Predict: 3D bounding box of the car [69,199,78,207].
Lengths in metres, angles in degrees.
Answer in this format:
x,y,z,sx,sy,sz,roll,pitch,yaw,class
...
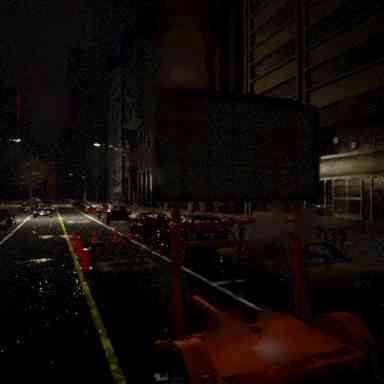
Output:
x,y,z,sx,sy,sz,roll,pitch,yaw,class
-24.395,2.520,70.522,1.802,1.307,4.206,0,-1,-23,car

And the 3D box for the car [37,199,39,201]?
x,y,z,sx,sy,sz,roll,pitch,yaw,class
-27.816,2.335,56.737,2.008,1.369,4.403,0,-1,-23,car

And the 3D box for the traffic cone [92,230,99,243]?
x,y,z,sx,sy,sz,roll,pitch,yaw,class
-4.735,2.163,16.294,0.340,0.580,0.340,0,-1,-23,traffic cone

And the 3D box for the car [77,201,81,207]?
x,y,z,sx,sy,sz,roll,pitch,yaw,class
-15.541,2.215,49.610,1.947,1.339,4.313,0,-1,-23,car

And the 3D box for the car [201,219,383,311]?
x,y,z,sx,sy,sz,roll,pitch,yaw,class
2.099,1.610,7.944,1.752,1.417,4.829,0,-1,-23,car

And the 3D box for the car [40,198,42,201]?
x,y,z,sx,sy,sz,roll,pitch,yaw,class
-34.457,2.317,72.424,2.192,1.841,5.009,0,-1,-23,car

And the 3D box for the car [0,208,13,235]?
x,y,z,sx,sy,sz,roll,pitch,yaw,class
-12.323,1.827,20.143,1.887,1.381,4.507,0,-1,-23,car

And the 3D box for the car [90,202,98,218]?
x,y,z,sx,sy,sz,roll,pitch,yaw,class
-8.901,1.999,33.927,1.947,1.339,4.313,0,-1,-23,car

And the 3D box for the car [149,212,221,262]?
x,y,z,sx,sy,sz,roll,pitch,yaw,class
-0.049,1.591,13.017,1.967,1.590,4.097,0,-1,-23,car

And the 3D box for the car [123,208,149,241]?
x,y,z,sx,sy,sz,roll,pitch,yaw,class
-2.261,1.765,18.243,1.887,1.381,4.507,0,-1,-23,car

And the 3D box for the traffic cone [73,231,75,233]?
x,y,z,sx,sy,sz,roll,pitch,yaw,class
-5.656,2.162,15.904,0.340,0.580,0.340,0,-1,-23,traffic cone

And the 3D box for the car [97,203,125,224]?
x,y,z,sx,sy,sz,roll,pitch,yaw,class
-6.688,1.802,28.700,1.967,1.590,4.097,0,-1,-23,car

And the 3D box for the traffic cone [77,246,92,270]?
x,y,z,sx,sy,sz,roll,pitch,yaw,class
-3.317,2.088,10.379,0.340,0.580,0.340,0,-1,-23,traffic cone

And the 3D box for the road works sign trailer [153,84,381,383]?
x,y,z,sx,sy,sz,roll,pitch,yaw,class
0.581,0.514,4.448,2.380,3.560,2.880,0,-1,-23,road works sign trailer

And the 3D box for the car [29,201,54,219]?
x,y,z,sx,sy,sz,roll,pitch,yaw,class
-15.782,1.982,35.211,1.837,1.490,4.892,0,-1,-23,car

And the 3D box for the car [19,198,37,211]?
x,y,z,sx,sy,sz,roll,pitch,yaw,class
-25.603,2.152,51.510,1.967,1.590,4.097,0,-1,-23,car

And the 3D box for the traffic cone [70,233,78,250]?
x,y,z,sx,sy,sz,roll,pitch,yaw,class
-4.876,2.137,14.063,0.340,0.580,0.340,0,-1,-23,traffic cone

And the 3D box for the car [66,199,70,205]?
x,y,z,sx,sy,sz,roll,pitch,yaw,class
-28.821,2.634,80.978,2.008,1.369,4.403,0,-1,-23,car

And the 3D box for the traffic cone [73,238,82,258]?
x,y,z,sx,sy,sz,roll,pitch,yaw,class
-4.096,2.113,12.221,0.340,0.580,0.340,0,-1,-23,traffic cone

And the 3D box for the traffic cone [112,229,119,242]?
x,y,z,sx,sy,sz,roll,pitch,yaw,class
-3.816,2.164,16.682,0.340,0.580,0.340,0,-1,-23,traffic cone

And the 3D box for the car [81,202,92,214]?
x,y,z,sx,sy,sz,roll,pitch,yaw,class
-13.328,2.017,44.383,1.967,1.590,4.097,0,-1,-23,car

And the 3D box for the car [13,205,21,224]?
x,y,z,sx,sy,sz,roll,pitch,yaw,class
-14.537,1.919,25.371,1.947,1.339,4.313,0,-1,-23,car
